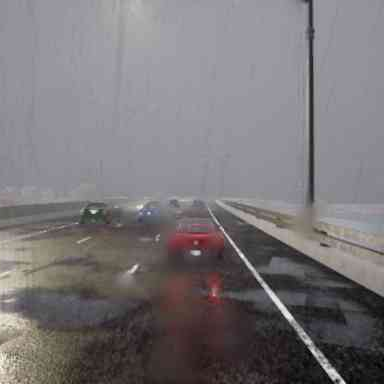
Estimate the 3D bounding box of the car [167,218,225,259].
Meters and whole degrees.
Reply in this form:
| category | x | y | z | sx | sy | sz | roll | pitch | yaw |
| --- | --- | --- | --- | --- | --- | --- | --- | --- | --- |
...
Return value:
| category | x | y | z | sx | sy | sz | roll | pitch | yaw |
| --- | --- | --- | --- | --- | --- | --- | --- | --- | --- |
| car | 0.148 | 1.645 | 12.759 | 1.895 | 1.301 | 4.718 | 0 | 0 | 0 |

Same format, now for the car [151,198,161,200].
| category | x | y | z | sx | sy | sz | roll | pitch | yaw |
| --- | --- | --- | --- | --- | --- | --- | --- | --- | --- |
| car | -6.003 | 1.731 | 55.363 | 2.128 | 1.511 | 4.902 | 0 | 0 | 2 |

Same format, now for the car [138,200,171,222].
| category | x | y | z | sx | sy | sz | roll | pitch | yaw |
| --- | --- | --- | --- | --- | --- | --- | --- | --- | --- |
| car | -3.175 | 1.645 | 27.234 | 2.033 | 1.411 | 5.357 | 0 | 0 | 1 |

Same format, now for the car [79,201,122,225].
| category | x | y | z | sx | sy | sz | roll | pitch | yaw |
| --- | --- | --- | --- | --- | --- | --- | --- | --- | --- |
| car | -6.712 | 1.437 | 24.897 | 2.097 | 1.767 | 4.553 | 0 | 0 | 1 |

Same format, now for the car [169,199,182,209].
| category | x | y | z | sx | sy | sz | roll | pitch | yaw |
| --- | --- | --- | --- | --- | --- | --- | --- | --- | --- |
| car | -2.677 | 1.732 | 49.445 | 1.812 | 1.442 | 4.674 | 0 | 0 | 2 |

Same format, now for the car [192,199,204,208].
| category | x | y | z | sx | sy | sz | roll | pitch | yaw |
| --- | --- | --- | --- | --- | --- | --- | --- | --- | --- |
| car | 0.975 | 1.801 | 54.559 | 1.994 | 1.385 | 4.181 | 0 | 0 | 2 |
